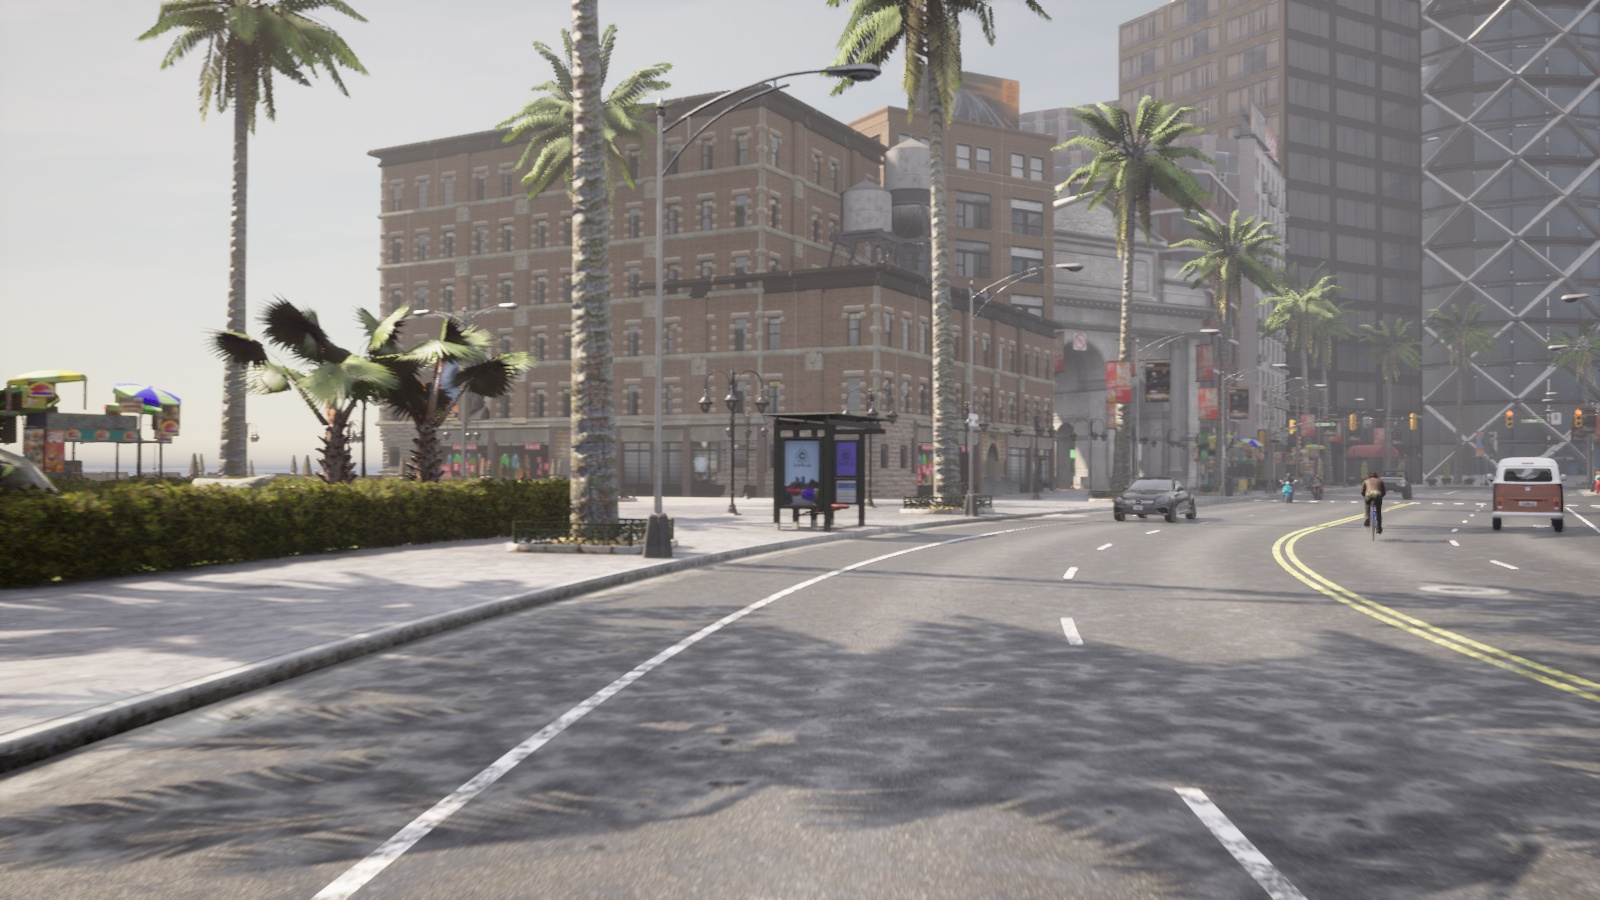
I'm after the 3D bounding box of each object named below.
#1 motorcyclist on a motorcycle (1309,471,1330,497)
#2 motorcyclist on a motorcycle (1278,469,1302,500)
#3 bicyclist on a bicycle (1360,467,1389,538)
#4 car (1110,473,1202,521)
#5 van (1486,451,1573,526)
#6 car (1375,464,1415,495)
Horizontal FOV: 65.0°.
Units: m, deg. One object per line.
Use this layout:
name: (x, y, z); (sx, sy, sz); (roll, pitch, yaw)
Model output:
motorcyclist on a motorcycle: (30.568, 1.992, 73.909); (0.866, 1.530, 2.191); (-1, -1, 30)
motorcyclist on a motorcycle: (25.249, 1.772, 64.667); (0.866, 1.590, 1.817); (-1, -1, 30)
bicyclist on a bicycle: (13.573, 1.222, 29.668); (0.582, 1.620, 1.656); (0, -1, 25)
car: (11.724, 1.493, 41.158); (1.812, 1.442, 4.674); (-1, -1, 30)
van: (21.234, 1.085, 36.626); (2.069, 2.038, 4.480); (-1, -1, 30)
car: (36.995, 1.803, 78.068); (1.905, 1.878, 3.866); (-1, -1, 30)
